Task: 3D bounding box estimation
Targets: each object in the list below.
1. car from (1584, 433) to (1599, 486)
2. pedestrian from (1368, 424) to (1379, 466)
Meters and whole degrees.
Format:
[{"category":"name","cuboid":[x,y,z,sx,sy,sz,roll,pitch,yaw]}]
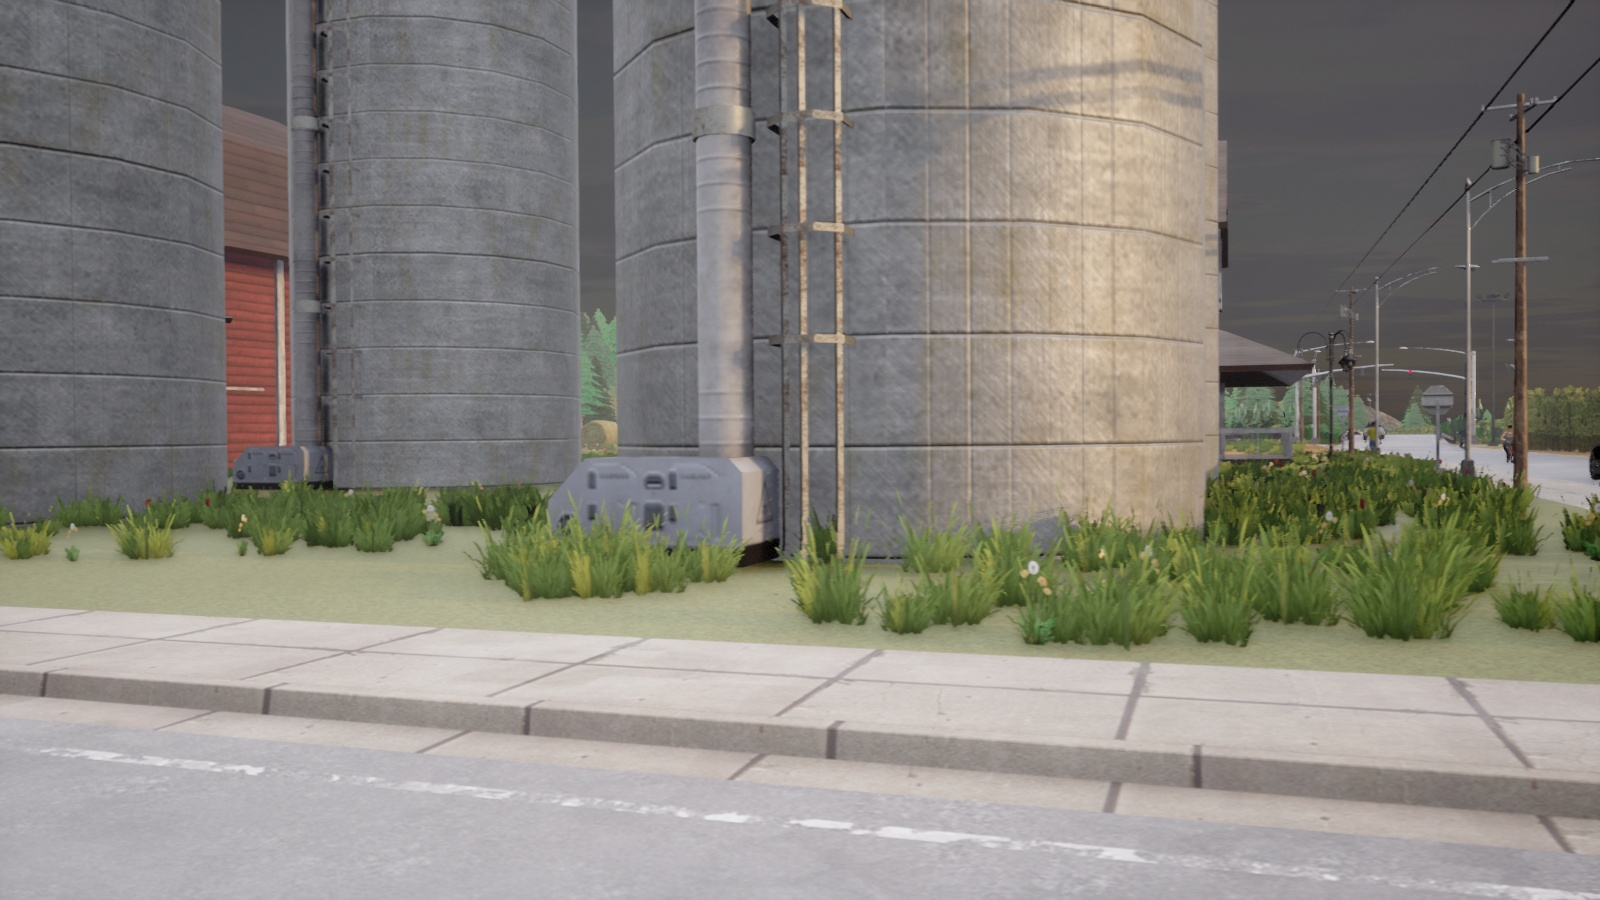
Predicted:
[{"category":"car","cuboid":[23.296,0.275,34.729,1.970,1.475,3.806,0,1,19]},{"category":"pedestrian","cuboid":[25.325,-0.218,55.458,0.354,1.836,0.706,0,1,19]}]
